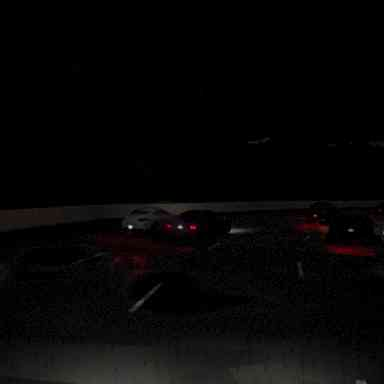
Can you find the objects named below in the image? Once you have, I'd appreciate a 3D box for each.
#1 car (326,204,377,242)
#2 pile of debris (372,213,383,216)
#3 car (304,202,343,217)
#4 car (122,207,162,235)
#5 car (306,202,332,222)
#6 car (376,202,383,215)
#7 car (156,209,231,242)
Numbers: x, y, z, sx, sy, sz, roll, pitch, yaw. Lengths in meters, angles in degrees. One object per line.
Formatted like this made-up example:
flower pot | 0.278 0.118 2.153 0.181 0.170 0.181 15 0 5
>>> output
car | 8.335 1.611 17.345 1.882 1.535 5.008 0 0 26
pile of debris | 21.055 2.469 36.477 1.860 0.140 1.500 0 0 -32
car | 13.922 1.783 35.149 4.674 1.442 1.812 0 0 -41
car | -2.340 1.629 19.746 1.812 1.442 4.674 0 0 23
car | 11.011 1.679 27.383 1.882 1.535 5.008 0 -1 39
car | 21.995 1.815 36.567 4.674 1.442 1.812 1 1 -32
car | 0.474 1.648 17.244 2.033 1.411 5.357 0 0 23
